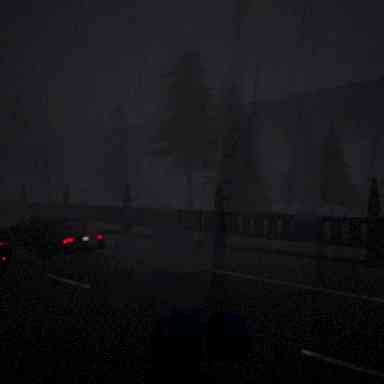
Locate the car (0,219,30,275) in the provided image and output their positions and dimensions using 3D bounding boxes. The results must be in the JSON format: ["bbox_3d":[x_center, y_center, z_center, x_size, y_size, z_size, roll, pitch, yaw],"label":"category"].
[{"bbox_3d":[-6.903,1.511,9.396,4.902,1.511,2.128,0,-1,38],"label":"car"}]

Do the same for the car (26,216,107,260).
[{"bbox_3d":[-5.563,1.618,12.800,5.357,1.411,2.033,0,-1,38],"label":"car"}]
